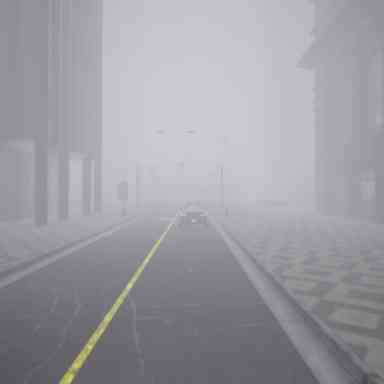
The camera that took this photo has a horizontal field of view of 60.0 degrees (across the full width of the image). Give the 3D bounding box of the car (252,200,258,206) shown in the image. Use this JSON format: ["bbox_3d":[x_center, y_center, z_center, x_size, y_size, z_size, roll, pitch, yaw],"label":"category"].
[{"bbox_3d":[12.355,1.620,56.587,4.097,1.590,1.967,0,-1,0],"label":"car"}]

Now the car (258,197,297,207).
[{"bbox_3d":[12.350,1.593,48.062,4.403,1.369,2.008,0,-1,0],"label":"car"}]

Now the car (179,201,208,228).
[{"bbox_3d":[0.110,1.551,22.195,1.812,1.442,4.674,0,0,0],"label":"car"}]

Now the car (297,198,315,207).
[{"bbox_3d":[18.020,1.629,48.078,4.313,1.339,1.947,0,-1,0],"label":"car"}]

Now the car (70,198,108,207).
[{"bbox_3d":[-14.570,1.486,47.983,4.829,1.417,1.752,0,-1,0],"label":"car"}]

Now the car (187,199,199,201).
[{"bbox_3d":[0.114,1.520,35.945,1.882,1.535,5.008,0,0,0],"label":"car"}]
